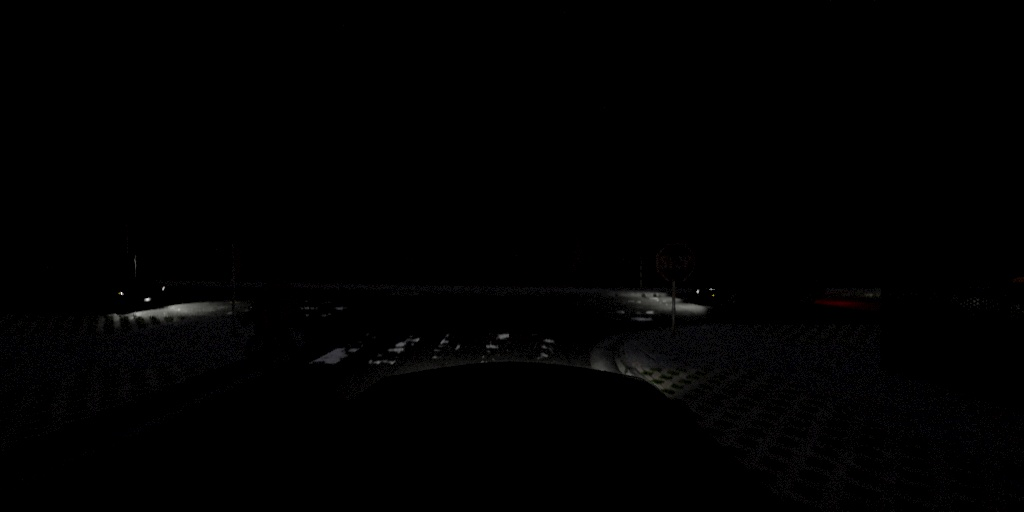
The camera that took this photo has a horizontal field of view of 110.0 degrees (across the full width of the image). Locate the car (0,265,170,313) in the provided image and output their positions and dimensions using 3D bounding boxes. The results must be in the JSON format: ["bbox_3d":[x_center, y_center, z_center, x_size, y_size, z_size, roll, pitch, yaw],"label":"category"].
[{"bbox_3d":[-14.971,1.029,12.116,5.357,1.411,2.033,1,2,0],"label":"car"}]

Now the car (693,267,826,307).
[{"bbox_3d":[10.204,1.221,14.997,4.892,1.490,1.837,0,2,0],"label":"car"}]

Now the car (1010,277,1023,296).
[{"bbox_3d":[24.074,1.140,14.949,5.008,1.535,1.882,0,2,0],"label":"car"}]

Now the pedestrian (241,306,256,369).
[{"bbox_3d":[-4.472,0.986,6.412,0.375,1.860,0.375,-1,2,0],"label":"pedestrian"}]

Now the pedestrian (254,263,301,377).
[{"bbox_3d":[-3.806,1.024,5.815,0.375,1.860,0.375,-1,2,0],"label":"pedestrian"}]
